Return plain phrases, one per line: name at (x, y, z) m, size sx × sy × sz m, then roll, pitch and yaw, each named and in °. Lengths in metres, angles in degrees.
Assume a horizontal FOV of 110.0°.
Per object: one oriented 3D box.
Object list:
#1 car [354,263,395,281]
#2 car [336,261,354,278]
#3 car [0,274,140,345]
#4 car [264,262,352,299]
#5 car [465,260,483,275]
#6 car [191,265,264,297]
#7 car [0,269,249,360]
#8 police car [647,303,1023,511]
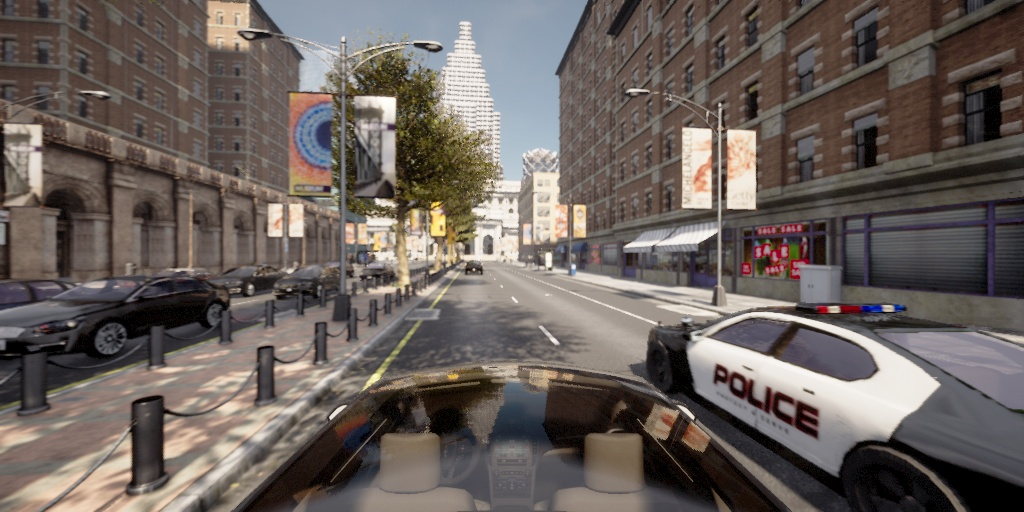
car at (-11.331, 1.269, 30.496) m, size 2.033 × 1.411 × 5.357 m, roll 0°, pitch 0°, yaw -6°
car at (-14.824, 1.203, 30.285) m, size 2.128 × 1.511 × 4.902 m, roll 0°, pitch 0°, yaw -6°
car at (-12.433, 1.263, 8.508) m, size 2.033 × 1.411 × 5.357 m, roll 0°, pitch 0°, yaw -6°
car at (-9.962, 1.230, 18.015) m, size 1.837 × 1.490 × 4.892 m, roll 0°, pitch 0°, yaw -6°
car at (-4.143, 1.223, 39.159) m, size 1.882 × 1.535 × 5.008 m, roll 0°, pitch 0°, yaw -6°
car at (-13.536, 1.219, 18.504) m, size 1.837 × 1.490 × 4.892 m, roll 0°, pitch 0°, yaw -6°
car at (-8.899, 1.218, 8.395) m, size 2.128 × 1.511 × 4.902 m, roll 0°, pitch 0°, yaw -6°
police car at (3.269, 1.269, 3.902) m, size 2.038 × 1.542 × 4.974 m, roll 0°, pitch 0°, yaw -6°
